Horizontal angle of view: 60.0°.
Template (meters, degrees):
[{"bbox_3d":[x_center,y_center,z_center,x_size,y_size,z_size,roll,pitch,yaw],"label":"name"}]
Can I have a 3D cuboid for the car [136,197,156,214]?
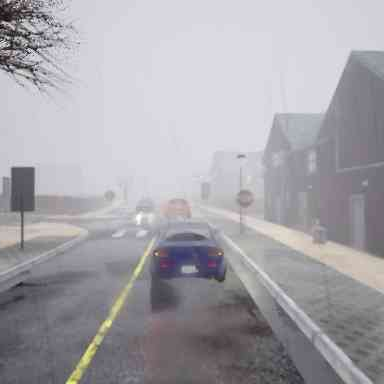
[{"bbox_3d":[-4.799,1.510,34.915,1.994,1.385,4.181,0,0,-6],"label":"car"}]

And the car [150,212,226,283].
[{"bbox_3d":[-0.130,1.512,9.527,1.812,1.442,4.674,0,0,-1],"label":"car"}]

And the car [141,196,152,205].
[{"bbox_3d":[-8.155,1.427,59.464,1.812,1.442,4.674,0,0,-10],"label":"car"}]

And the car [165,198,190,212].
[{"bbox_3d":[-1.330,1.308,29.871,2.097,1.767,4.553,0,0,-5],"label":"car"}]
